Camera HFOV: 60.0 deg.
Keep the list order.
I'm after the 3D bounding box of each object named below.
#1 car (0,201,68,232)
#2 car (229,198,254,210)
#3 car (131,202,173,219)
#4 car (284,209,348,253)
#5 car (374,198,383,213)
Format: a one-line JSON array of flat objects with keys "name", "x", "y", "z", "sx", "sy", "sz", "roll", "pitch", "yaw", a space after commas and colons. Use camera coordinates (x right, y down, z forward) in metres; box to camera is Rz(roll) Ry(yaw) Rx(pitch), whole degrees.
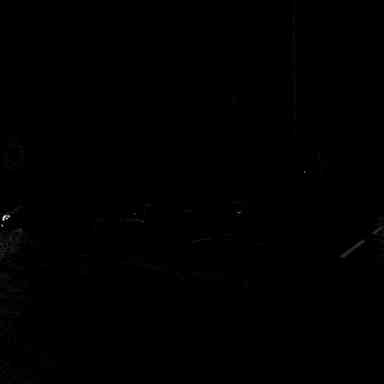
[{"name": "car", "x": -10.490, "y": 1.510, "z": 21.588, "sx": 2.097, "sy": 1.767, "sz": 4.553, "roll": 0, "pitch": 0, "yaw": 35}, {"name": "car", "x": 6.881, "y": 1.638, "z": 46.301, "sx": 1.882, "sy": 1.535, "sz": 5.008, "roll": 0, "pitch": -1, "yaw": 35}, {"name": "car", "x": -3.690, "y": 1.685, "z": 31.320, "sx": 1.812, "sy": 1.442, "sz": 4.674, "roll": 0, "pitch": 0, "yaw": 35}, {"name": "car", "x": 4.978, "y": 1.412, "z": 13.075, "sx": 1.845, "sy": 1.501, "sz": 3.633, "roll": 0, "pitch": 0, "yaw": 35}, {"name": "car", "x": 20.083, "y": 1.377, "z": 34.279, "sx": 2.007, "sy": 1.523, "sz": 4.514, "roll": 0, "pitch": 0, "yaw": 35}]
